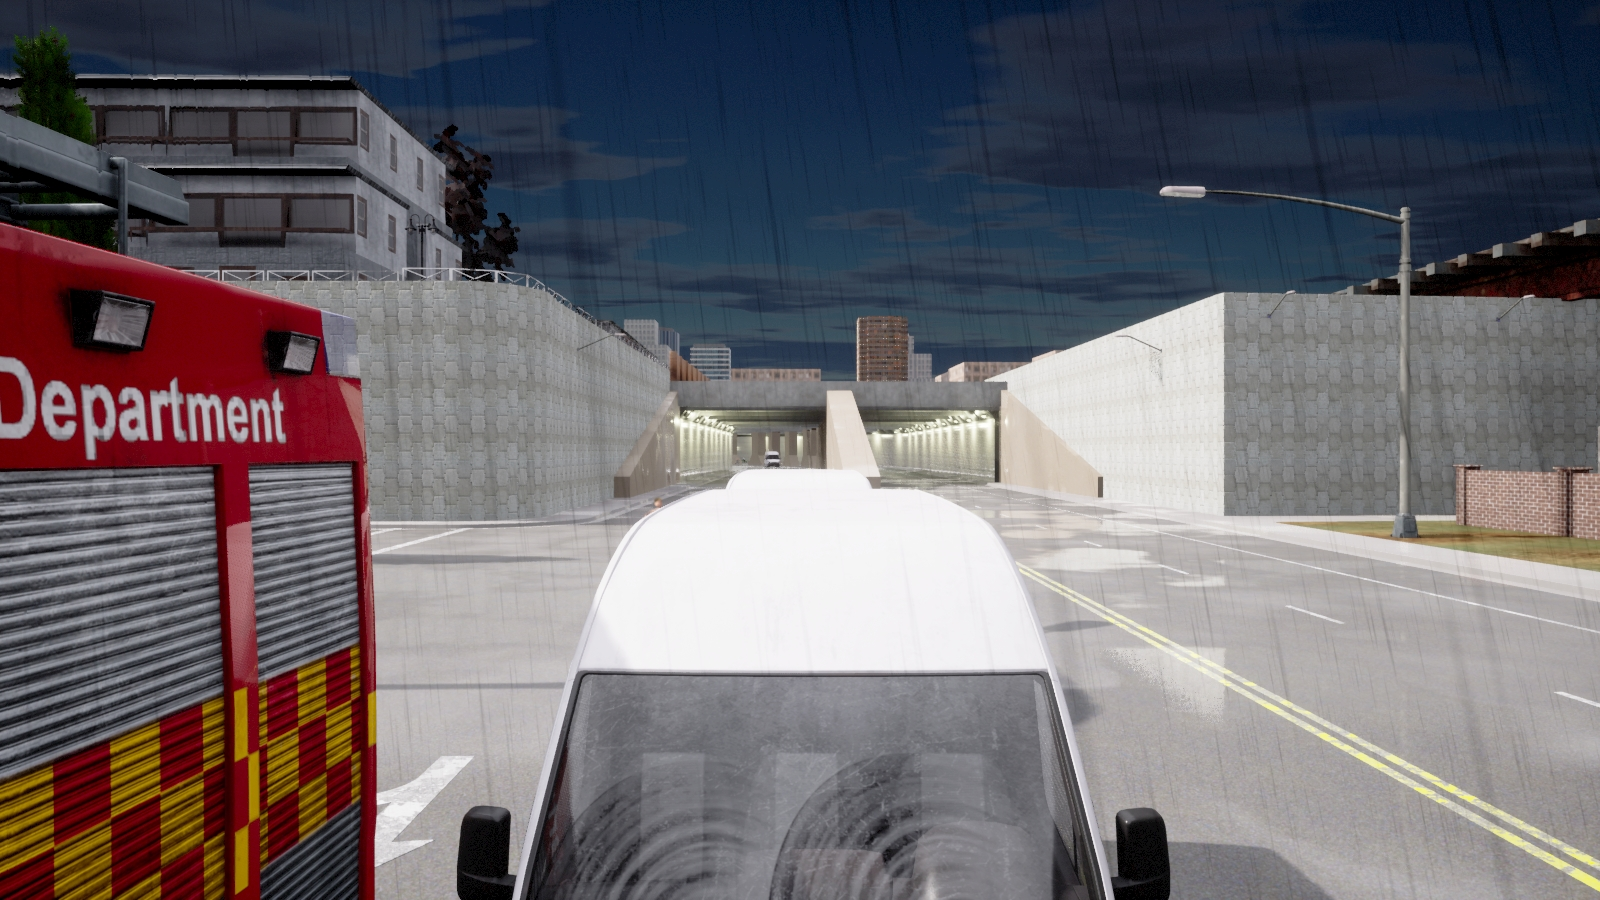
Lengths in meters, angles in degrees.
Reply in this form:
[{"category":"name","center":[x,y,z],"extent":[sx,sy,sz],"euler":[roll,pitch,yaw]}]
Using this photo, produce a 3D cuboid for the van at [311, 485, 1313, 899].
[{"category":"van","center":[0.047,1.534,5.226],"extent":[1.988,2.561,5.915],"euler":[0,0,1]}]
